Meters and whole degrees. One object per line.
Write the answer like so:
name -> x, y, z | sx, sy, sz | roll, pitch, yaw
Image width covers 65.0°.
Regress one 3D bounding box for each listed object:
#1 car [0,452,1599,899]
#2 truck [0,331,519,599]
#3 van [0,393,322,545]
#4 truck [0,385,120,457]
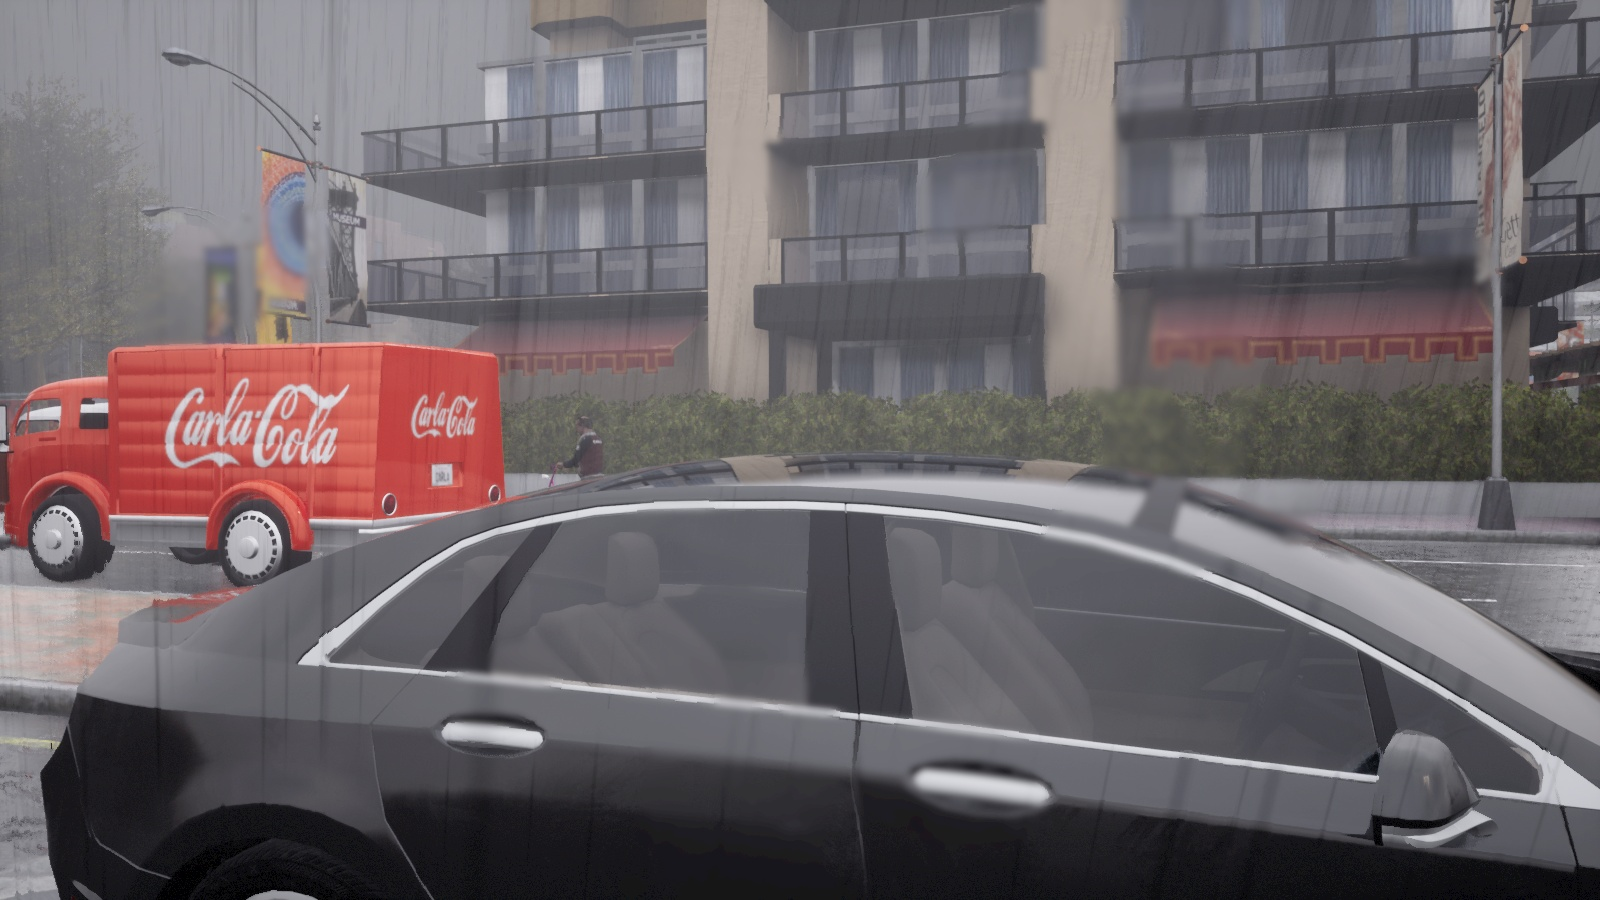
car -> 0.540, 0.785, 3.011 | 4.892, 1.490, 1.837 | 1, 1, 19
truck -> -6.039, 0.099, 13.653 | 5.204, 2.467, 2.627 | 1, 1, 19
van -> -9.596, 0.218, 18.508 | 4.480, 2.038, 2.069 | 1, 1, 19
truck -> -42.201, -1.612, 69.671 | 8.468, 3.827, 2.891 | 1, 1, 19
